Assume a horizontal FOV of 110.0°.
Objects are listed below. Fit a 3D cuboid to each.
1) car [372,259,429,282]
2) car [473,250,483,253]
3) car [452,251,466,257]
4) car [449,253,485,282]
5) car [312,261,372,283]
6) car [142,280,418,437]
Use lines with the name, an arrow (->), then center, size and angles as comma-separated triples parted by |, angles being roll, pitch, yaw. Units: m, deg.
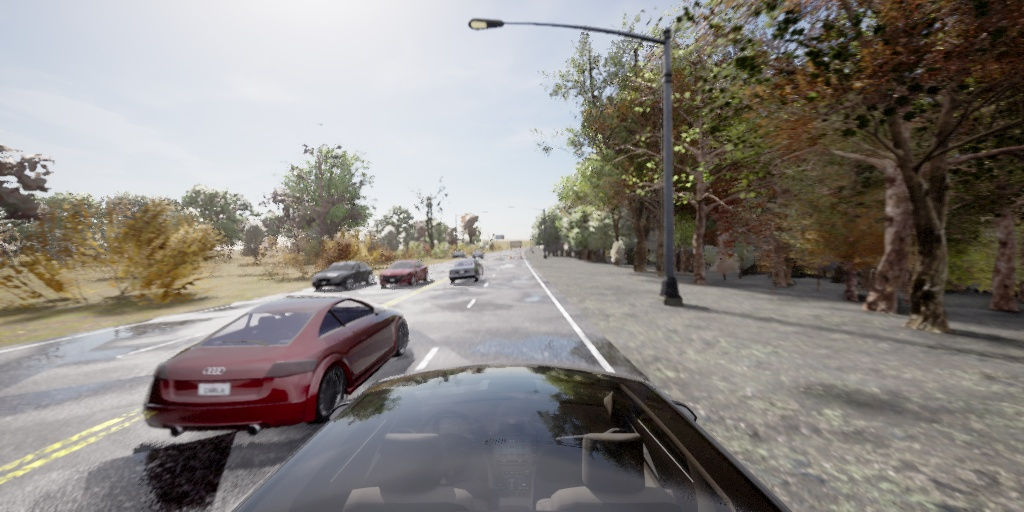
car -> -6.444, 0.987, 21.885 | 1.882, 1.535, 5.008 | -1, 1, 1
car -> -5.850, -0.225, 62.173 | 2.128, 1.511, 4.902 | 1, 1, 2
car -> -9.100, -0.242, 62.331 | 1.994, 1.385, 4.181 | 2, 1, 2
car -> -3.032, 0.897, 24.310 | 2.033, 1.411, 5.357 | -6, 3, 1
car -> -9.738, 1.093, 21.019 | 1.837, 1.490, 4.892 | -1, 1, 1
car -> -3.132, 1.330, 5.782 | 1.994, 1.385, 4.181 | -1, 1, 0
